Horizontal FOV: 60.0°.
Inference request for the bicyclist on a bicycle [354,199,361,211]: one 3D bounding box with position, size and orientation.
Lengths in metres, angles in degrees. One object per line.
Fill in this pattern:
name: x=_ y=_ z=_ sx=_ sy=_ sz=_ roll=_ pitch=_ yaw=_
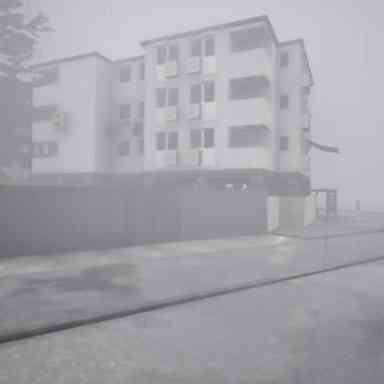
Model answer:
bicyclist on a bicycle: x=22.382 y=1.831 z=44.997 sx=1.656 sy=1.620 sz=0.582 roll=0 pitch=0 yaw=-35
